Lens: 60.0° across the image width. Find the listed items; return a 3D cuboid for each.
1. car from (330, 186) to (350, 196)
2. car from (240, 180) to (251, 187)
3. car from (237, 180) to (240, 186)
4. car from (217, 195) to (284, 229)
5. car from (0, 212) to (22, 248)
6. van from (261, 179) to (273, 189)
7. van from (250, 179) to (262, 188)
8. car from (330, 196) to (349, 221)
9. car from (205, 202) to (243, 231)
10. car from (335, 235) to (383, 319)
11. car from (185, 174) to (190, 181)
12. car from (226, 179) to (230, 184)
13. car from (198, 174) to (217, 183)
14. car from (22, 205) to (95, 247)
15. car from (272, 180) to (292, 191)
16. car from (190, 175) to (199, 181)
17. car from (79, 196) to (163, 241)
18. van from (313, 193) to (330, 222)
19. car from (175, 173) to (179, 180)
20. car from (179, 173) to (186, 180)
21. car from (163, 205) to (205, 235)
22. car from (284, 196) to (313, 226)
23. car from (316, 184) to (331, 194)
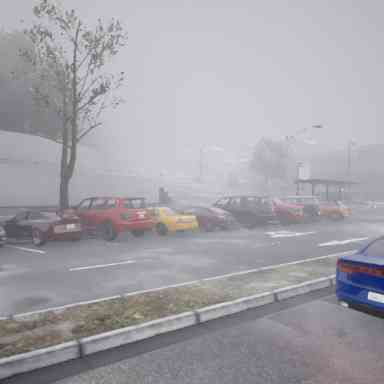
[{"bbox_3d":[25.194,0.137,55.792,2.002,1.452,4.674,7,3,35],"label":"car"},{"bbox_3d":[13.245,-1.811,73.225,1.946,1.575,5.366,7,3,35],"label":"car"},{"bbox_3d":[11.415,-2.043,75.547,2.002,1.452,4.674,7,4,35],"label":"car"},{"bbox_3d":[2.813,1.262,22.193,5.566,2.045,2.435,-1,-1,35],"label":"car"},{"bbox_3d":[-9.413,1.493,13.500,4.892,1.521,2.231,-1,-1,35],"label":"car"},{"bbox_3d":[16.543,-1.490,68.020,1.878,1.987,4.442,7,4,35],"label":"van"},{"bbox_3d":[14.817,-1.763,70.492,1.878,1.987,4.442,7,4,35],"label":"van"},{"bbox_3d":[10.279,1.403,27.312,4.553,1.767,2.185,-1,-1,35],"label":"car"},{"bbox_3d":[0.384,1.548,20.438,4.674,1.452,2.002,-1,-1,35],"label":"car"},{"bbox_3d":[4.884,1.487,6.602,5.008,1.535,1.882,0,0,-35],"label":"car"},{"bbox_3d":[0.935,-3.850,90.254,2.185,1.767,4.553,6,3,34],"label":"car"},{"bbox_3d":[9.675,-2.316,78.011,2.002,1.452,4.674,7,3,35],"label":"car"},{"bbox_3d":[4.576,-3.175,85.525,1.946,1.575,5.366,7,3,34],"label":"car"},{"bbox_3d":[-6.992,1.524,15.244,4.792,1.488,2.163,-1,-1,35],"label":"car"},{"bbox_3d":[18.301,-0.992,65.656,2.231,1.521,4.892,7,3,35],"label":"car"},{"bbox_3d":[2.727,-3.698,87.786,2.435,2.045,5.566,7,3,34],"label":"car"},{"bbox_3d":[-4.545,1.248,16.987,5.566,2.045,2.435,-1,-1,35],"label":"car"},{"bbox_3d":[7.868,1.297,25.564,4.442,1.987,1.878,-1,-1,35],"label":"van"},{"bbox_3d":[-2.562,-4.361,95.075,2.435,2.045,5.566,1,-1,34],"label":"car"},{"bbox_3d":[-0.792,-4.084,92.726,2.185,1.767,4.553,4,1,34],"label":"car"},{"bbox_3d":[-2.224,1.503,18.812,5.366,1.575,1.946,-1,-1,35],"label":"car"},{"bbox_3d":[5.328,1.267,23.896,5.566,2.045,2.435,-1,-1,35],"label":"car"},{"bbox_3d":[23.505,-0.426,58.266,2.435,2.045,5.566,7,3,35],"label":"car"}]
